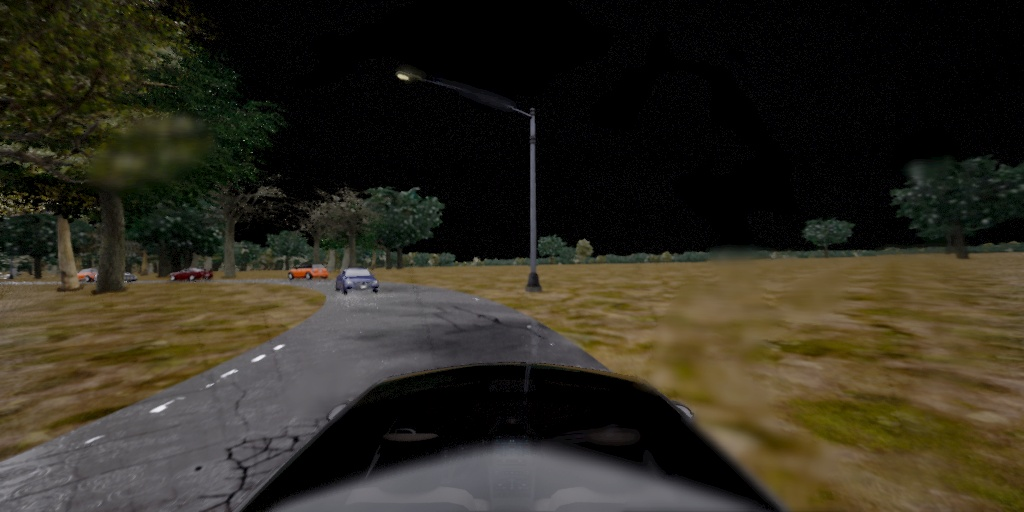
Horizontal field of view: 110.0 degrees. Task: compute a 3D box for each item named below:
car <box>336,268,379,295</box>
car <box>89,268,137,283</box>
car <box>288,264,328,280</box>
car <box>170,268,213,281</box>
[{"bbox_3d":[-9.236,1.428,21.266,1.812,1.442,4.674,0,-1,-33],"label":"car"},{"bbox_3d":[-45.995,2.372,41.619,4.674,1.442,1.812,-1,-1,15],"label":"car"},{"bbox_3d":[-22.124,1.653,38.873,4.553,1.767,2.097,-1,-1,28],"label":"car"},{"bbox_3d":[-38.655,2.200,43.249,5.008,1.535,1.882,-2,-1,13],"label":"car"}]
